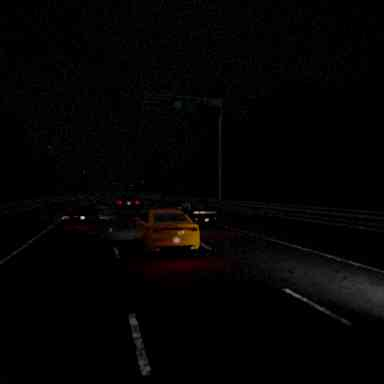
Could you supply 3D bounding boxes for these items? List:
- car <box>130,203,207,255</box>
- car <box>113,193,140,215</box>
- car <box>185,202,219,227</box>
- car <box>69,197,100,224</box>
[{"bbox_3d":[-1.162,1.413,13.234,1.882,1.535,5.008,0,0,-15],"label":"car"},{"bbox_3d":[-6.217,1.079,31.634,2.150,2.045,5.566,0,0,-15],"label":"car"},{"bbox_3d":[0.202,1.392,21.479,2.128,1.511,4.902,0,0,-15],"label":"car"},{"bbox_3d":[-7.778,1.388,24.038,1.837,1.490,4.892,0,1,-15],"label":"car"}]
